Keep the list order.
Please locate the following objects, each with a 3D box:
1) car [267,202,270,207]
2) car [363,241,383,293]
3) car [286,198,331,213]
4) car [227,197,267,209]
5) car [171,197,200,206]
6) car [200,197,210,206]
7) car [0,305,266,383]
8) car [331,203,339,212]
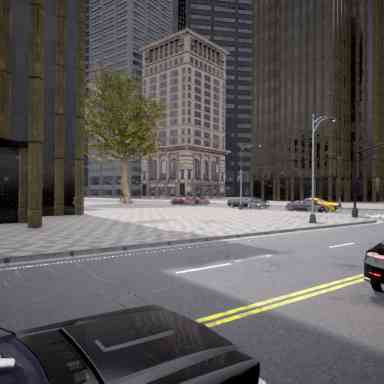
[{"bbox_3d":[8.471,1.477,45.963,2.128,1.511,4.902,1,0,-40],"label":"car"},{"bbox_3d":[5.852,1.492,7.604,4.902,1.511,2.128,0,0,-35],"label":"car"},{"bbox_3d":[12.296,1.517,36.054,1.994,1.385,4.181,1,0,-39],"label":"car"},{"bbox_3d":[6.711,1.445,43.004,2.128,1.511,4.902,1,0,-40],"label":"car"},{"bbox_3d":[-1.425,1.476,52.513,1.812,1.442,4.674,1,0,-42],"label":"car"},{"bbox_3d":[0.992,1.508,54.681,1.812,1.442,4.674,1,-1,-41],"label":"car"},{"bbox_3d":[-1.673,1.601,2.248,4.718,1.301,1.895,0,0,-36],"label":"car"},{"bbox_3d":[14.448,1.463,38.588,1.882,1.535,5.008,1,0,-38],"label":"car"}]
